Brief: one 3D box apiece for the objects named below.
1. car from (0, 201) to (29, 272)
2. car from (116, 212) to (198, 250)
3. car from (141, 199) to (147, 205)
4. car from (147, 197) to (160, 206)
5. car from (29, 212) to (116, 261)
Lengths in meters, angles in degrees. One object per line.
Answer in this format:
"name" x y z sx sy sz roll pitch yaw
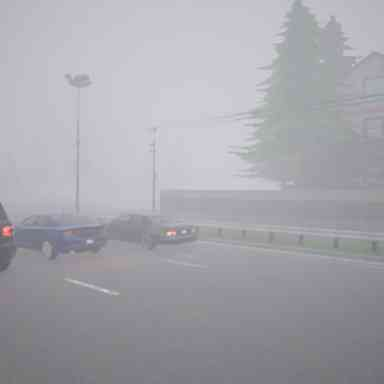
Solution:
"car" -7.223 1.204 9.640 5.566 2.045 2.150 -1 -1 38
"car" -2.285 1.610 14.658 5.357 1.411 2.033 0 -1 38
"car" -8.056 1.817 65.816 1.812 1.442 4.674 0 0 39
"car" -5.718 1.825 63.167 1.812 1.442 4.674 0 0 39
"car" -5.332 1.501 12.605 5.008 1.535 1.882 0 -1 38
